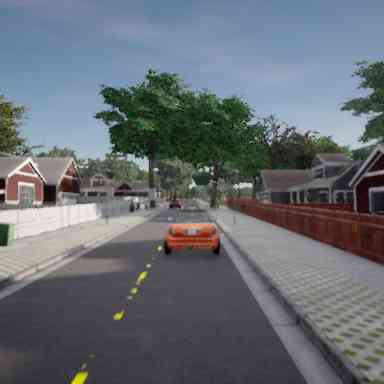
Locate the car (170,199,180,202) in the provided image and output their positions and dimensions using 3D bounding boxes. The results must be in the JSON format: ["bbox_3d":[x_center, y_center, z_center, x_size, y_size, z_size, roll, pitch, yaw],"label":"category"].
[{"bbox_3d":[-2.722,1.959,54.294,1.882,1.535,5.008,0,-1,0],"label":"car"}]

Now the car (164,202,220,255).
[{"bbox_3d":[0.011,1.483,14.109,2.097,1.767,4.553,0,-1,0],"label":"car"}]

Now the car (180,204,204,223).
[{"bbox_3d":[0.024,1.836,29.373,1.994,1.385,4.181,0,0,0],"label":"car"}]
